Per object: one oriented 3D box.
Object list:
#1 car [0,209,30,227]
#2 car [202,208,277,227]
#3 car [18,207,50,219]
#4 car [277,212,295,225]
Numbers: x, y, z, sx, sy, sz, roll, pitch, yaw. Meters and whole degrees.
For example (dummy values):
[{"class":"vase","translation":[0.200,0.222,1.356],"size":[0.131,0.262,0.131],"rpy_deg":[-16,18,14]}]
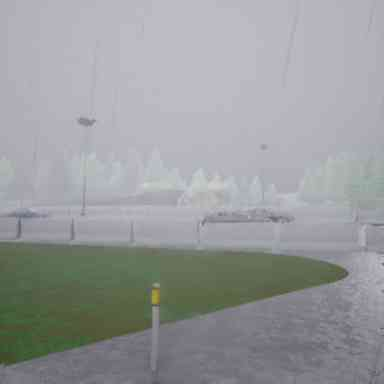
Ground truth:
[{"class":"car","translation":[-14.603,2.152,24.582],"size":[4.181,1.385,1.994],"rpy_deg":[-1,-1,16]},{"class":"car","translation":[3.149,2.003,23.168],"size":[4.902,1.511,2.128],"rpy_deg":[-1,-1,16]},{"class":"car","translation":[-17.814,2.398,36.413],"size":[4.674,1.442,1.812],"rpy_deg":[-1,-1,16]},{"class":"car","translation":[6.571,2.151,29.473],"size":[4.902,1.511,2.128],"rpy_deg":[0,-1,16]}]
